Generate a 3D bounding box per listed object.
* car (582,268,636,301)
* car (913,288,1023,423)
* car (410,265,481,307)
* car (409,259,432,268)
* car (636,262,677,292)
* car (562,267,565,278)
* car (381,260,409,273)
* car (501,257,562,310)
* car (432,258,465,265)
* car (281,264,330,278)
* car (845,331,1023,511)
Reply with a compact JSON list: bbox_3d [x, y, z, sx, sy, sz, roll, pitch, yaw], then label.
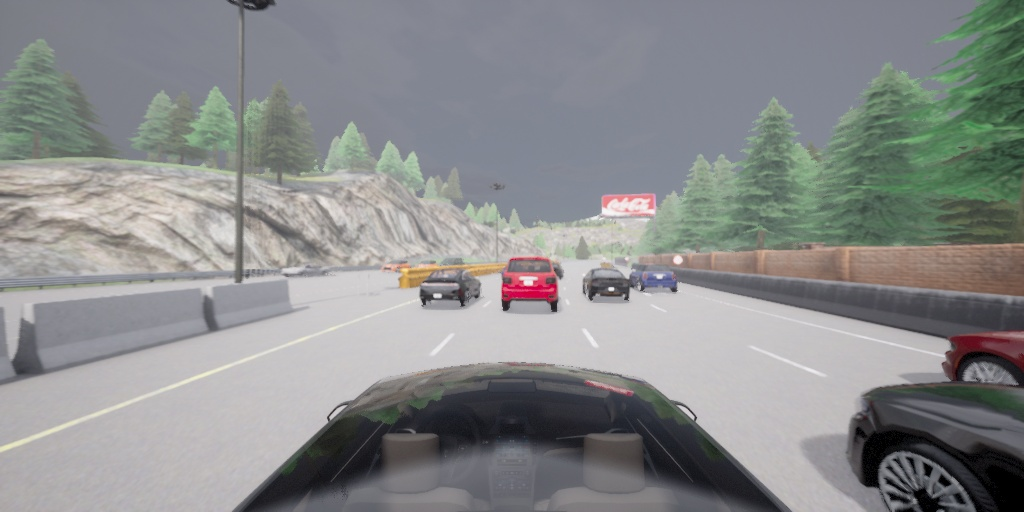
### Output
[{"bbox_3d":[4.701,1.340,18.424,1.882,1.535,5.008,0,0,6],"label":"car"},{"bbox_3d":[7.178,1.260,3.084,1.882,1.535,5.008,0,0,0],"label":"car"},{"bbox_3d":[-2.591,1.315,15.998,2.128,1.511,4.902,0,0,5],"label":"car"},{"bbox_3d":[-11.347,1.328,47.725,2.097,1.767,4.553,0,0,13],"label":"car"},{"bbox_3d":[8.845,1.254,22.837,2.097,1.767,4.553,0,0,8],"label":"car"},{"bbox_3d":[4.041,1.461,35.130,1.837,1.490,4.892,0,0,12],"label":"car"},{"bbox_3d":[-15.109,1.311,46.917,2.097,1.767,4.553,0,0,13],"label":"car"},{"bbox_3d":[0.846,1.053,15.309,2.150,2.045,5.566,0,0,6],"label":"car"},{"bbox_3d":[-7.938,1.208,46.964,2.150,2.045,5.566,0,-1,13],"label":"car"},{"bbox_3d":[-20.911,1.481,36.518,1.895,1.301,4.718,0,0,12],"label":"car"},{"bbox_3d":[3.669,1.249,0.927,2.128,1.511,4.902,0,0,0],"label":"car"}]
